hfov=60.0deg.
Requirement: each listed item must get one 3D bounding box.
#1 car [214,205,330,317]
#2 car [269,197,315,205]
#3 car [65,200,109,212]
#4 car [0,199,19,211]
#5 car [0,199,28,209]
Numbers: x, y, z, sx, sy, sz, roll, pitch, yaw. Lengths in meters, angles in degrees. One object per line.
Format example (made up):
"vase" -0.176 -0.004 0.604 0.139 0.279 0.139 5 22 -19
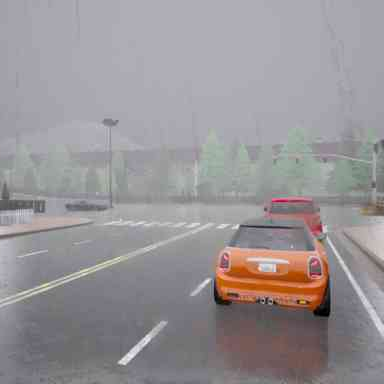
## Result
"car" 2.025 1.352 7.855 2.097 1.767 4.553 0 0 19
"car" 4.220 1.221 14.123 2.150 2.045 5.566 0 0 16
"car" -11.870 1.598 37.760 4.718 1.301 1.895 0 0 16
"car" -24.125 1.520 41.314 4.718 1.301 1.895 1 0 16
"car" -20.447 1.589 36.602 4.718 1.301 1.895 0 0 16
